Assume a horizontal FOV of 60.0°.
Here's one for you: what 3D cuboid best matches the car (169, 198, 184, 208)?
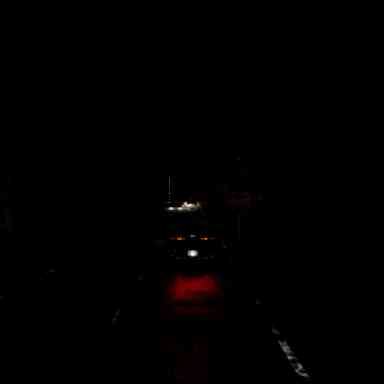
[{"bbox_3d":[-2.804,1.772,57.079,2.097,1.767,4.553,0,0,0],"label":"car"}]

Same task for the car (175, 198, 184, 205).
[{"bbox_3d":[-2.745,2.026,72.248,1.837,1.490,4.892,0,0,0],"label":"car"}]

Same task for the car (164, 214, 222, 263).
[{"bbox_3d":[0.041,1.595,12.328,1.837,1.490,4.892,0,0,0],"label":"car"}]

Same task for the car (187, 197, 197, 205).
[{"bbox_3d":[0.005,2.067,70.626,1.994,1.385,4.181,0,0,0],"label":"car"}]

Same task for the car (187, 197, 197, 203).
[{"bbox_3d":[0.006,1.957,80.630,2.128,1.511,4.902,0,0,0],"label":"car"}]
